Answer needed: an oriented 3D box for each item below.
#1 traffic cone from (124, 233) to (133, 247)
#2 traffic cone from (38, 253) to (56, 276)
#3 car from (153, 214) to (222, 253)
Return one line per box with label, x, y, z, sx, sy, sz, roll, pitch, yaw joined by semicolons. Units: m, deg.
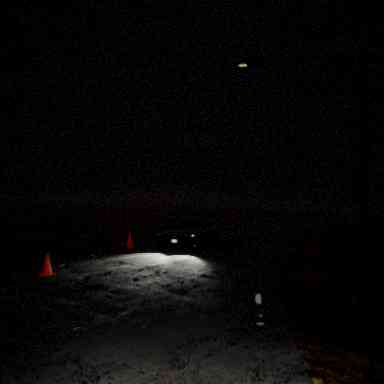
traffic cone;-2.677;2.040;14.275;0.340;0.580;0.340;1;-1;17
traffic cone;-3.992;1.984;9.173;0.340;0.580;0.340;1;0;12
car;-0.043;1.685;14.465;1.994;1.385;4.181;1;-1;19
